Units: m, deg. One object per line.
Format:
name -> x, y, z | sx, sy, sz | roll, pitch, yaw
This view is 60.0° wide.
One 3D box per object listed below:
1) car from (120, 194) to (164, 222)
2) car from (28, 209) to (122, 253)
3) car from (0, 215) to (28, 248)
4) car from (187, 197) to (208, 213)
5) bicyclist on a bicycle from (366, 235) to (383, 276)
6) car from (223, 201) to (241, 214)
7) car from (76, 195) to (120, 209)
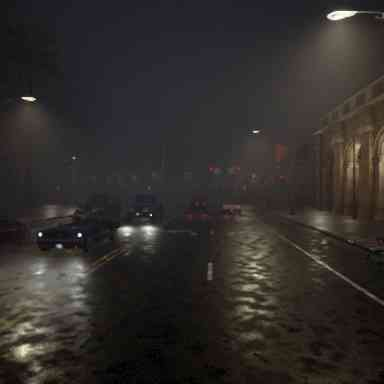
car -> -3.640, 1.221, 26.367 | 2.150, 2.045, 5.566 | 0, 0, 5
car -> -4.542, 1.600, 13.939 | 1.895, 1.301, 4.718 | 0, 0, 4
car -> -8.122, 1.564, 12.819 | 1.994, 1.385, 4.181 | 0, 0, 4
car -> 0.692, 1.350, 36.373 | 2.097, 1.767, 4.553 | 0, 0, 4
bicyclist on a bicycle -> 5.424, 1.405, 8.746 | 1.656, 1.620, 0.582 | 0, 0, 3
car -> 4.261, 1.599, 36.019 | 1.895, 1.301, 4.718 | 0, 0, 5
car -> -7.177, 1.222, 26.197 | 2.150, 2.045, 5.566 | 0, 0, 4
